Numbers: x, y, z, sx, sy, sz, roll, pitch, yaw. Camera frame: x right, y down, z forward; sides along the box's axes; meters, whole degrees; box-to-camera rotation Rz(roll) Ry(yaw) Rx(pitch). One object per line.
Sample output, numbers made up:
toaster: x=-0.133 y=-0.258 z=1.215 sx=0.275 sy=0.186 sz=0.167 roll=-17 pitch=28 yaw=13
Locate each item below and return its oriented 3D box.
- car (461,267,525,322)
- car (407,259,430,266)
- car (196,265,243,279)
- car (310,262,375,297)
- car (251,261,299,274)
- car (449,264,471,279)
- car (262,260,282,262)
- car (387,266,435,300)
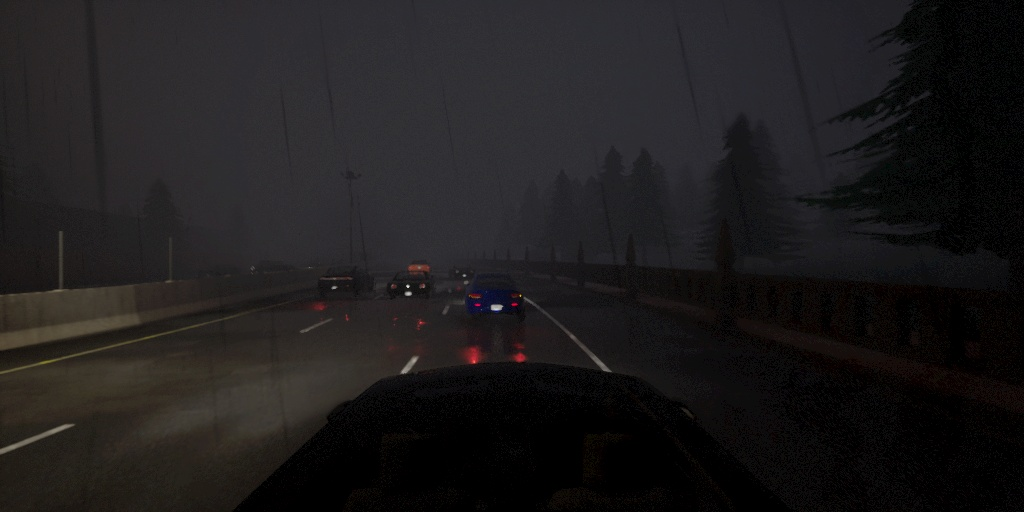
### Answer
car: x=-0.676 y=1.275 z=12.326 sx=1.812 sy=1.442 sz=4.674 roll=0 pitch=0 yaw=-6
car: x=-9.317 y=1.126 z=35.840 sx=2.097 sy=1.767 sz=4.553 roll=0 pitch=0 yaw=-17
car: x=-26.954 y=1.445 z=33.214 sx=1.895 sy=1.301 sz=4.718 roll=0 pitch=0 yaw=-17
car: x=-8.667 y=1.269 z=19.080 sx=2.128 sy=1.511 sz=4.902 roll=0 pitch=0 yaw=-10
car: x=-18.004 y=1.358 z=27.758 sx=2.033 sy=1.411 sz=5.357 roll=0 pitch=0 yaw=-16
car: x=-4.612 y=1.358 z=32.345 sx=1.895 sy=1.301 sz=4.718 roll=0 pitch=0 yaw=-16
car: x=-24.043 y=1.184 z=35.647 sx=2.097 sy=1.767 sz=4.553 roll=0 pitch=0 yaw=-17
car: x=-4.902 y=1.364 z=17.959 sx=1.895 sy=1.301 sz=4.718 roll=0 pitch=0 yaw=-9
